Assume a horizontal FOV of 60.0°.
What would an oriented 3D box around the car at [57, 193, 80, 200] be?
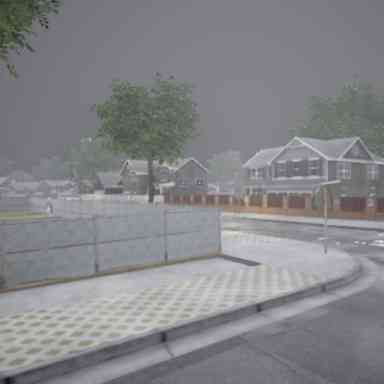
[{"bbox_3d":[-17.675,1.188,47.567,2.150,2.045,5.566,-1,0,-36],"label":"car"}]
